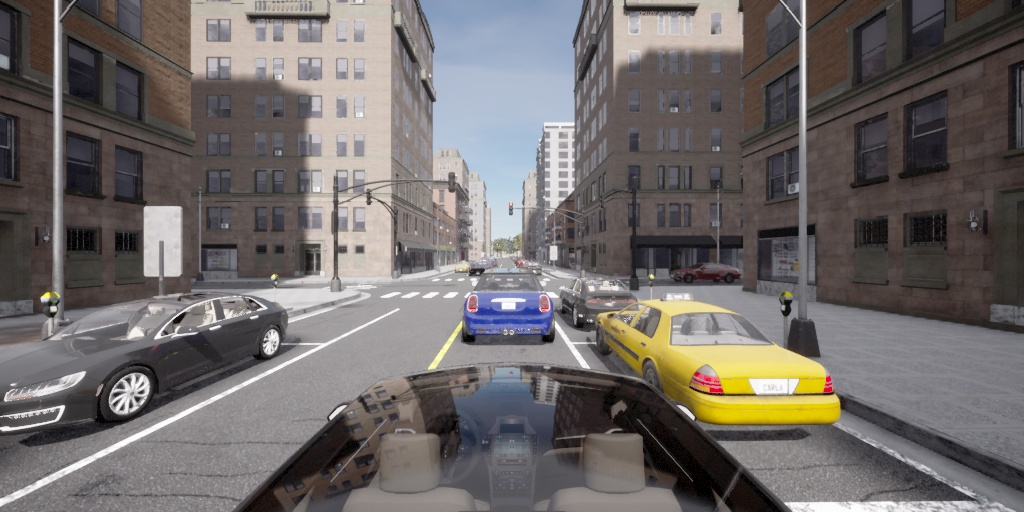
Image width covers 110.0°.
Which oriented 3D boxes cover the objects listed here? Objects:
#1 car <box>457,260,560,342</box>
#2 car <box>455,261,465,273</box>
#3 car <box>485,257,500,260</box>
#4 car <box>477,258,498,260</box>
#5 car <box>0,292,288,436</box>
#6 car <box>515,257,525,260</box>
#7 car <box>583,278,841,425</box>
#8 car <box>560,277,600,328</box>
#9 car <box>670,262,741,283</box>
[{"bbox_3d":[-0.084,1.102,9.905,2.097,1.767,4.553,0,0,0],"label":"car"},{"bbox_3d":[-5.887,1.272,43.436,1.751,1.417,4.829,0,0,-1],"label":"car"},{"bbox_3d":[-3.556,1.306,63.758,1.994,1.385,4.181,0,0,0],"label":"car"},{"bbox_3d":[-3.395,1.293,48.182,2.033,1.411,5.357,0,0,0],"label":"car"},{"bbox_3d":[-5.429,1.300,5.646,2.007,1.370,4.403,0,0,-1],"label":"car"},{"bbox_3d":[1.928,1.183,60.749,1.967,1.591,4.097,0,0,-1],"label":"car"},{"bbox_3d":[2.602,1.275,5.914,1.751,1.417,4.829,0,0,-1],"label":"car"},{"bbox_3d":[2.534,1.300,11.150,2.007,1.370,4.403,0,0,-1],"label":"car"},{"bbox_3d":[13.931,1.186,25.926,4.674,1.442,1.812,0,0,1],"label":"car"}]
